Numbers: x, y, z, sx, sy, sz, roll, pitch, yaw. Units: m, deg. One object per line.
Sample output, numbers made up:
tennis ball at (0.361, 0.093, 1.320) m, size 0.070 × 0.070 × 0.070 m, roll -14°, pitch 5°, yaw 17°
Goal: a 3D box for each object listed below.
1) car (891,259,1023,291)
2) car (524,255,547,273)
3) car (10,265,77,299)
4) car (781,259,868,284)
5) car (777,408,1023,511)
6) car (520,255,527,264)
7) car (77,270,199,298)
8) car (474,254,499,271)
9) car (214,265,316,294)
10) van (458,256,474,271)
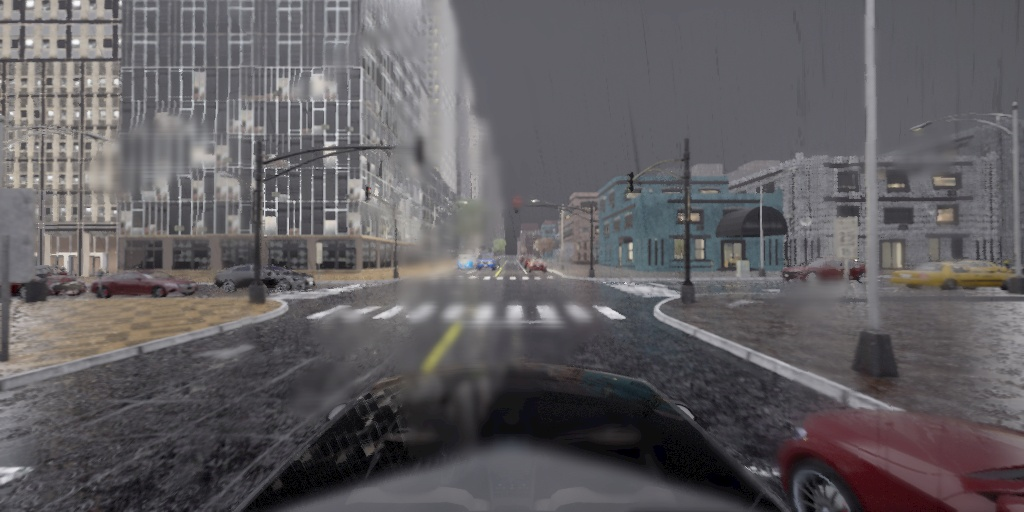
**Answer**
car at (20.690, 0.907, 16.686) m, size 4.829 × 1.417 × 1.751 m, roll 0°, pitch 0°, yaw 1°
car at (2.693, 0.974, 38.893) m, size 1.967 × 1.591 × 4.097 m, roll 0°, pitch 0°, yaw 0°
car at (-23.102, 1.234, 17.112) m, size 4.097 × 1.591 × 1.967 m, roll 0°, pitch 0°, yaw 1°
car at (19.740, 0.935, 22.496) m, size 5.008 × 1.535 × 1.882 m, roll -1°, pitch -1°, yaw 1°
car at (2.815, 1.337, 0.931) m, size 1.802 × 1.307 × 4.207 m, roll 0°, pitch 0°, yaw 0°
car at (2.695, 0.782, 50.241) m, size 2.192 × 1.841 × 5.009 m, roll 0°, pitch 0°, yaw 0°
car at (-17.418, 1.322, 17.056) m, size 4.207 × 1.307 × 1.802 m, roll 0°, pitch 0°, yaw 1°
car at (-3.079, 0.726, 44.074) m, size 2.150 × 2.045 × 5.566 m, roll 0°, pitch 0°, yaw 0°
car at (-13.486, 1.230, 19.718) m, size 4.902 × 1.511 × 2.128 m, roll 0°, pitch -1°, yaw 1°
van at (-5.687, 0.842, 44.529) m, size 1.690 × 1.789 × 3.998 m, roll 0°, pitch 0°, yaw 0°
